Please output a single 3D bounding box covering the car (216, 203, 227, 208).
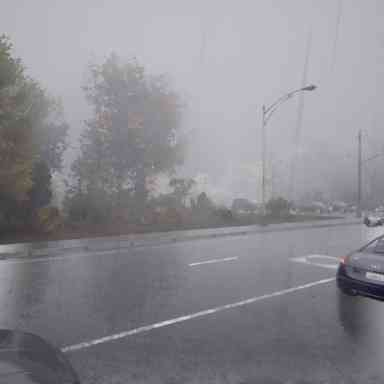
[{"bbox_3d":[5.665,2.643,56.667,2.128,1.511,4.902,0,-3,-32],"label":"car"}]

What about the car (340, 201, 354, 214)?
[{"bbox_3d":[16.739,1.741,39.058,2.128,1.511,4.902,0,-2,-34],"label":"car"}]

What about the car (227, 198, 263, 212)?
[{"bbox_3d":[7.848,1.867,46.619,2.150,2.045,5.566,0,-3,-32],"label":"car"}]

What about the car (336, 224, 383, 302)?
[{"bbox_3d":[5.129,1.574,7.412,4.181,1.385,1.994,0,0,-34],"label":"car"}]

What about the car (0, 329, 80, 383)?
[{"bbox_3d":[-3.033,1.505,1.581,4.892,1.490,1.837,0,0,-36],"label":"car"}]

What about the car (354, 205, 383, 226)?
[{"bbox_3d":[13.059,1.546,21.491,4.902,1.511,2.128,0,0,-33],"label":"car"}]

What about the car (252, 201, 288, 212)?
[{"bbox_3d":[11.206,2.113,47.859,2.128,1.511,4.902,0,-3,-32],"label":"car"}]

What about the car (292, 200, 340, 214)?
[{"bbox_3d":[13.559,1.741,37.556,2.128,1.511,4.902,0,-2,-32],"label":"car"}]
